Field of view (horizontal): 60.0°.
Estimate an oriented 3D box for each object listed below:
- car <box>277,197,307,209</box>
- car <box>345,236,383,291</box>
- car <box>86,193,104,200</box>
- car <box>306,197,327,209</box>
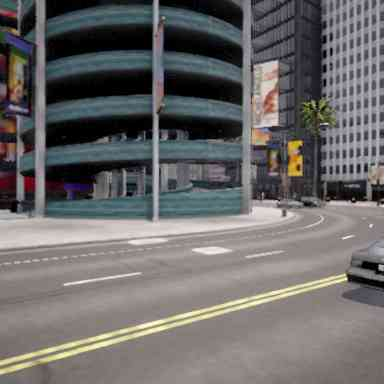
[{"bbox_3d":[14.400,1.741,48.880,1.895,1.301,4.718,0,0,-14],"label":"car"},{"bbox_3d":[5.865,1.579,8.150,5.357,1.411,2.033,0,0,-37],"label":"car"},{"bbox_3d":[-18.304,1.126,62.810,2.435,2.045,5.566,0,0,-35],"label":"car"},{"bbox_3d":[17.847,1.500,49.234,2.097,1.767,4.553,0,0,-14],"label":"car"}]
